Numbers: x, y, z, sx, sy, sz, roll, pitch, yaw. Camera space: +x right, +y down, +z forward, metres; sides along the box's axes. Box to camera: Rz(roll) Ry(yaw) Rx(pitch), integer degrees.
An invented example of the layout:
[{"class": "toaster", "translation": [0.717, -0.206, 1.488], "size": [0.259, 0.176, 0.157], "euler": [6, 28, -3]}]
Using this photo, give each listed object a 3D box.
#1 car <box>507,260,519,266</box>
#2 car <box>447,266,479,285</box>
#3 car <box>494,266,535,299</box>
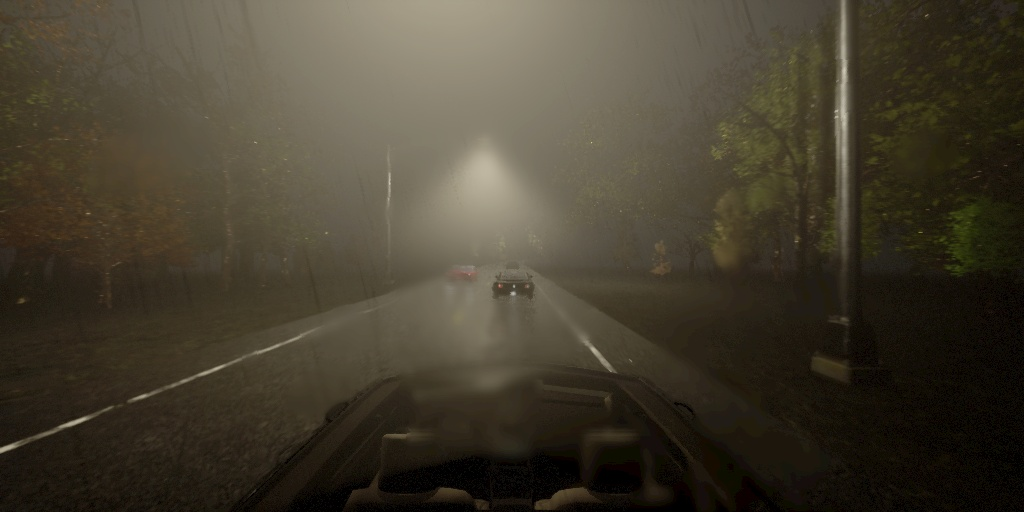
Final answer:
[{"class": "car", "translation": [0.092, 1.426, 59.781], "size": [1.994, 1.385, 4.181], "euler": [0, 0, 0]}, {"class": "car", "translation": [-3.592, 1.399, 26.998], "size": [1.895, 1.301, 4.718], "euler": [0, 0, 0]}, {"class": "car", "translation": [0.098, 1.383, 18.309], "size": [1.895, 1.301, 4.718], "euler": [0, 0, 0]}]
